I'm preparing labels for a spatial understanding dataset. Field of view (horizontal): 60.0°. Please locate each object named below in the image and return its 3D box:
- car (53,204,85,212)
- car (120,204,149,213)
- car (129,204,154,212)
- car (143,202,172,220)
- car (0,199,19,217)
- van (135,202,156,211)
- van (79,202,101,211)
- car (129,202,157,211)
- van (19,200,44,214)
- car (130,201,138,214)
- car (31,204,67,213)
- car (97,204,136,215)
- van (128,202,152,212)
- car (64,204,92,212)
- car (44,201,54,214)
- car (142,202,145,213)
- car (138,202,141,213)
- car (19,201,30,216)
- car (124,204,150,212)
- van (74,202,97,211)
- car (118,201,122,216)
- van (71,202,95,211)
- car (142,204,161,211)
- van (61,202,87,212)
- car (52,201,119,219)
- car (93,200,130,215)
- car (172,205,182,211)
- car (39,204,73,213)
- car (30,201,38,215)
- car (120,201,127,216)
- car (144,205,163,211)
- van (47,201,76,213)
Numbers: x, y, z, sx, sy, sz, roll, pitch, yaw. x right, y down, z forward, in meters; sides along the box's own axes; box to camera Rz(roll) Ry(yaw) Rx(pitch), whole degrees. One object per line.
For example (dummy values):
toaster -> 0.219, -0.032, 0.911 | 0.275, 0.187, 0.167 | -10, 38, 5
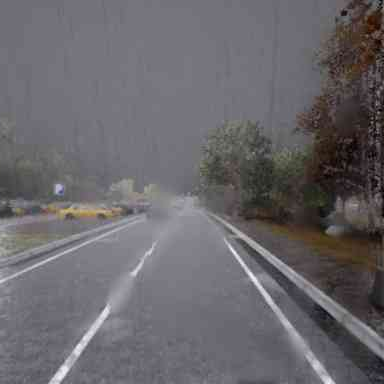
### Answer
car -> -23.213, 3.013, 62.736 | 5.366, 1.575, 1.946 | 0, -2, 0
car -> -10.289, 2.934, 59.782 | 4.792, 1.488, 2.163 | 0, -2, 0
car -> -10.343, 3.249, 68.112 | 4.792, 1.488, 2.163 | 0, -3, 0
car -> -3.344, 1.977, 32.889 | 1.837, 1.490, 4.892 | 0, -2, 0
car -> -23.439, 1.831, 37.832 | 5.566, 2.045, 2.435 | 0, -2, 0
van -> -10.194, 3.262, 73.645 | 4.442, 1.987, 1.878 | 0, -3, 0
van -> -23.506, 3.412, 76.438 | 4.442, 1.987, 1.878 | 0, -3, 0
car -> -10.341, 3.087, 70.874 | 5.566, 2.045, 2.435 | 0, -3, 0
van -> -23.523, 2.162, 46.133 | 4.442, 1.987, 1.878 | 0, -2, 0
car -> -10.300, 2.024, 43.148 | 5.566, 2.045, 2.435 | 0, -2, 0
car -> -23.397, 2.702, 54.430 | 5.008, 1.535, 2.097 | 0, -2, 0
car -> -10.356, 2.409, 45.912 | 4.792, 1.488, 2.163 | 0, -2, 0
van -> -10.199, 2.888, 65.341 | 4.442, 1.987, 1.878 | 0, -2, 0
car -> -23.399, 3.225, 68.270 | 5.008, 1.535, 2.097 | 0, -2, 0
car -> -23.373, 2.367, 48.897 | 4.553, 1.767, 2.185 | 0, -2, 0
car -> -10.327, 2.694, 54.236 | 5.008, 1.535, 2.097 | 0, -2, 0
car -> -10.328, 2.525, 48.686 | 4.674, 1.452, 2.002 | 0, -2, 0
car -> -23.224, 2.177, 40.590 | 5.366, 1.575, 1.946 | 0, -2, 0
car -> -10.320, 3.049, 62.557 | 4.674, 1.452, 2.002 | 0, -2, 0
van -> -23.507, 3.270, 73.796 | 4.442, 1.987, 1.878 | 0, -3, 0
car -> -10.339, 1.987, 34.823 | 4.892, 1.521, 2.231 | 0, -2, 0
van -> -23.276, 3.114, 70.897 | 4.442, 1.987, 1.878 | 0, -3, 0
car -> -10.274, 3.960, 84.728 | 4.553, 1.767, 2.185 | 0, -3, 0
van -> -23.279, 2.895, 65.510 | 4.442, 1.987, 1.878 | 0, -2, 0
car -> -10.149, 1.902, 32.056 | 5.366, 1.575, 1.946 | 0, -2, 0
car -> -10.361, 2.048, 40.374 | 4.553, 1.767, 2.185 | 0, -2, 0
car -> -3.254, 3.586, 74.108 | 1.895, 1.301, 4.718 | 0, -3, 0
car -> -23.394, 2.807, 57.198 | 4.892, 1.521, 2.231 | 0, -2, 0
car -> -23.402, 2.284, 43.356 | 4.892, 1.521, 2.231 | 0, -2, 0
car -> -10.338, 2.075, 37.594 | 5.008, 1.535, 2.097 | 0, -2, 0
car -> -10.295, 4.385, 90.266 | 4.892, 1.521, 2.231 | 0, -3, 0
van -> -23.516, 2.685, 59.975 | 4.442, 1.987, 1.878 | 0, -2, 0
